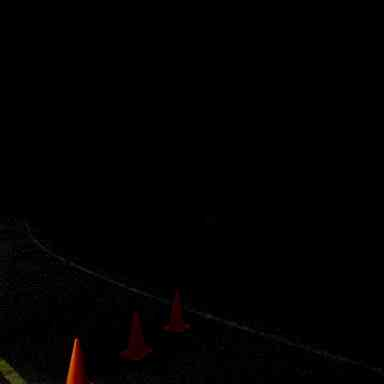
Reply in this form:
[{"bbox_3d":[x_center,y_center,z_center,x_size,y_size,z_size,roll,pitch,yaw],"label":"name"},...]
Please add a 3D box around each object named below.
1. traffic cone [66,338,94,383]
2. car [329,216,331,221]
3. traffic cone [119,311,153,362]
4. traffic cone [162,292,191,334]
[{"bbox_3d":[-1.289,1.945,3.746,0.340,0.580,0.340,1,1,31],"label":"traffic cone"},{"bbox_3d":[35.642,6.632,82.726,1.851,1.617,3.988,-4,-3,4],"label":"car"},{"bbox_3d":[-0.770,1.938,4.597,0.340,0.580,0.340,1,1,32],"label":"traffic cone"},{"bbox_3d":[-0.250,1.931,5.447,0.340,0.580,0.340,1,1,31],"label":"traffic cone"}]
